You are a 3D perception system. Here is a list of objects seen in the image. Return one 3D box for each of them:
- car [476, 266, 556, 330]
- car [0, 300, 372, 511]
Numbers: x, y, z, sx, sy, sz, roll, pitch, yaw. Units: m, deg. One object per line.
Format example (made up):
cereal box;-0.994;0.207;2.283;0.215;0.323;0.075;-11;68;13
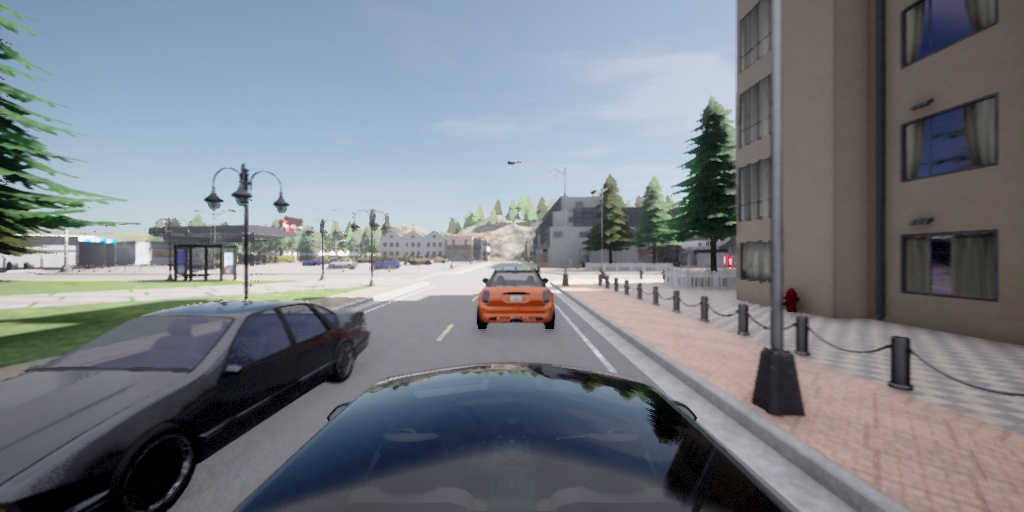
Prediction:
car;0.108;1.104;11.306;2.097;1.767;4.553;0;0;0
car;-3.557;1.298;4.405;2.033;1.411;5.357;0;0;1
